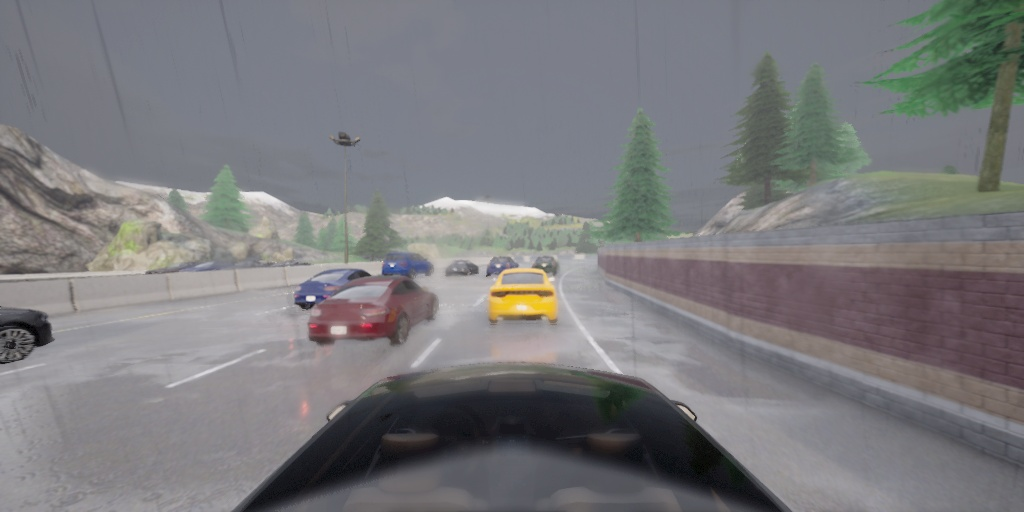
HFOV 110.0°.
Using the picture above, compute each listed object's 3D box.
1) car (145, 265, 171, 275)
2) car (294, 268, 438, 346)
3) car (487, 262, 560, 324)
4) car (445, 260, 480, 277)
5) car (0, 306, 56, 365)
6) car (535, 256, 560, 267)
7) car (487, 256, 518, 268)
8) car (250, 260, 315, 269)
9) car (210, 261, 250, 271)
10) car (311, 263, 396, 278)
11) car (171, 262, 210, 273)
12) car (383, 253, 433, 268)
[{"bbox_3d":[-29.116,1.239,32.045,2.033,1.411,5.357,0,1,10],"label":"car"},{"bbox_3d":[-3.234,1.226,9.142,1.812,1.442,4.674,-1,1,2],"label":"car"},{"bbox_3d":[0.380,1.123,11.490,1.882,1.535,5.008,-1,1,3],"label":"car"},{"bbox_3d":[-4.193,1.047,30.922,1.994,1.385,4.181,0,1,11],"label":"car"},{"bbox_3d":[-10.296,1.291,5.252,2.128,1.511,4.902,0,1,0],"label":"car"},{"bbox_3d":[3.065,0.768,31.478,2.097,1.767,4.553,0,1,12],"label":"car"},{"bbox_3d":[-0.679,0.808,30.670,2.097,1.767,4.553,0,1,11],"label":"car"},{"bbox_3d":[-18.771,1.133,30.249,2.128,1.511,4.902,0,1,10],"label":"car"},{"bbox_3d":[-22.249,1.131,30.666,2.128,1.511,4.902,0,0,10],"label":"car"},{"bbox_3d":[-6.459,1.201,14.075,1.812,1.442,4.674,0,1,4],"label":"car"},{"bbox_3d":[-25.767,1.190,30.834,1.812,1.442,4.674,0,0,10],"label":"car"},{"bbox_3d":[-8.219,0.761,28.624,2.150,2.045,5.566,0,1,10],"label":"car"}]
